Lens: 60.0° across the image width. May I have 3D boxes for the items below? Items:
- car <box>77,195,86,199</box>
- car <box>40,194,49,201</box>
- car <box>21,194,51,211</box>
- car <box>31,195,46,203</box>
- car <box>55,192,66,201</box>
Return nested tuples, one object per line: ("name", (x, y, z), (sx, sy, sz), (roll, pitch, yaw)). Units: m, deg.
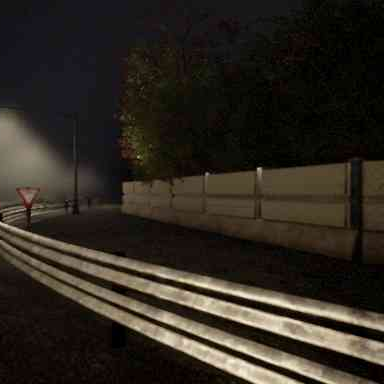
("car", (-26.792, 1.353, 80.638), (1.812, 1.442, 4.674), (0, 0, -11))
("car", (-34.909, 1.283, 78.666), (1.882, 1.535, 5.008), (0, 0, -27))
("car", (-18.262, 1.345, 39.085), (2.097, 1.767, 4.553), (0, 0, -7))
("car", (-29.725, 1.282, 64.406), (1.882, 1.535, 5.008), (0, 0, -16))
("car", (-31.719, 1.041, 80.107), (2.150, 2.045, 5.566), (0, 0, -27))
